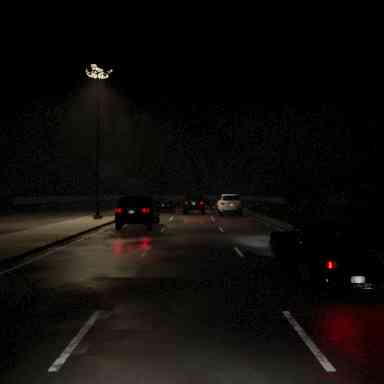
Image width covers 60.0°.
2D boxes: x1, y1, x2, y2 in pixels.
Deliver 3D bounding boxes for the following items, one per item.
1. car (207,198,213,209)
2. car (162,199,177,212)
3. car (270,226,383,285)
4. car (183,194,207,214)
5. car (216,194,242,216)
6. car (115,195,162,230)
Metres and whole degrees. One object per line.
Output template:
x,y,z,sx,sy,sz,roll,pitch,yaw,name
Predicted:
1.620,1.491,44.551,2.128,1.511,4.902,0,0,12,car
-2.936,1.547,39.217,2.033,1.411,5.357,0,0,5,car
3.599,1.601,9.411,1.895,1.301,4.718,0,0,0,car
0.277,1.221,34.783,2.150,2.045,5.566,0,0,2,car
3.706,1.223,33.315,2.150,2.045,5.566,0,0,2,car
-3.401,1.221,21.345,2.150,2.045,5.566,0,0,0,car
